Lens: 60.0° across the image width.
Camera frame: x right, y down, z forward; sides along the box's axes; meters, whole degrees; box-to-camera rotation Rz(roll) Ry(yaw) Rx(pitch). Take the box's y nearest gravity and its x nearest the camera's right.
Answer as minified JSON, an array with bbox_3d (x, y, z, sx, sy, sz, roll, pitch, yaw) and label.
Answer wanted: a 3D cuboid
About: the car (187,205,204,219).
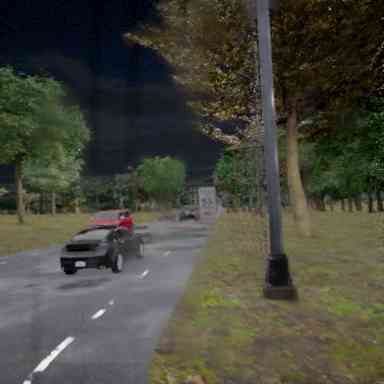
[{"bbox_3d":[0.643,3.138,52.573,2.150,2.045,5.566,-3,-2,5],"label":"car"}]

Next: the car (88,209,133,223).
[{"bbox_3d":[-5.730,2.294,23.586,2.150,2.045,5.566,-3,-2,5],"label":"car"}]

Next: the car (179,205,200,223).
[{"bbox_3d":[-0.294,2.757,42.262,2.150,2.045,5.566,-3,-2,6],"label":"car"}]

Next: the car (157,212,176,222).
[{"bbox_3d":[-3.487,3.446,46.086,1.895,1.301,4.718,-3,-2,6],"label":"car"}]

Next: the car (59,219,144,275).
[{"bbox_3d":[-3.163,2.021,12.463,1.837,1.490,4.892,-3,-2,5],"label":"car"}]
